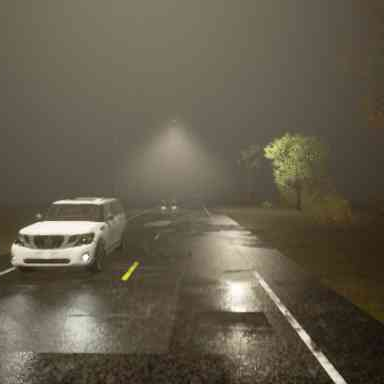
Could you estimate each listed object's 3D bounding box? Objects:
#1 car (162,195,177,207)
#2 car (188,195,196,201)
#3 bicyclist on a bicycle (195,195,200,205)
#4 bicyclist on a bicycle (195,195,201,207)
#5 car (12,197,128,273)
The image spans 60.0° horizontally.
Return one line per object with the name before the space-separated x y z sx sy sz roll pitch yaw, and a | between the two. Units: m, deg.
car | -3.571 1.336 52.305 2.097 1.767 4.553 0 0 0
car | 0.002 1.468 78.538 1.994 1.385 4.181 0 0 0
bicyclist on a bicycle | 0.961 1.415 58.573 0.866 1.612 1.509 0 0 0
bicyclist on a bicycle | 0.963 1.355 49.518 0.659 1.776 1.843 0 0 0
car | -3.599 1.222 10.982 2.150 2.045 5.566 0 0 0
